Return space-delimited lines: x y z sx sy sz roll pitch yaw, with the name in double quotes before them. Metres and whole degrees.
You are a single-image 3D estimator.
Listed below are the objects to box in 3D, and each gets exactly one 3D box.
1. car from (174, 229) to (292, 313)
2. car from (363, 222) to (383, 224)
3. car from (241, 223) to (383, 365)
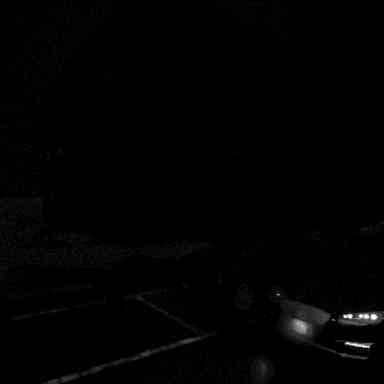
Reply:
"car" 1.694 1.584 7.738 4.507 1.381 1.887 0 0 -35
"car" 6.193 1.659 10.946 4.206 1.307 1.802 0 0 -35
"car" 3.431 1.533 5.824 4.902 1.511 2.128 0 0 -35
